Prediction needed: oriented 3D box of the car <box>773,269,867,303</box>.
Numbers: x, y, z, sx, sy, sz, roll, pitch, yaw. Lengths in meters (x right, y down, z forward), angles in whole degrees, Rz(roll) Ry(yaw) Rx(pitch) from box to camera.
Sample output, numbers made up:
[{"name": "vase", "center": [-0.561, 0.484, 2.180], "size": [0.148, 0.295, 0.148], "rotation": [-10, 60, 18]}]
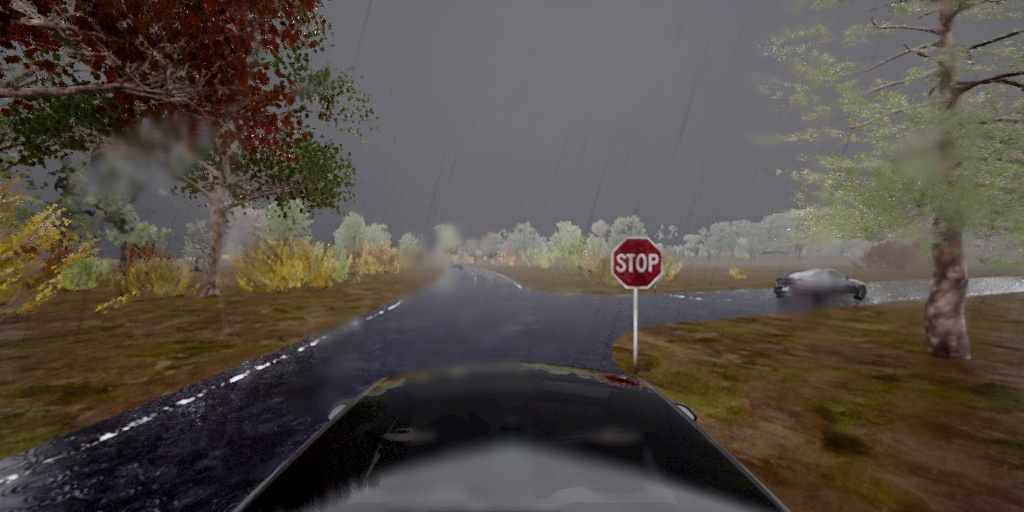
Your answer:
[{"name": "car", "center": [14.403, 1.332, 16.832], "size": [4.674, 1.442, 1.812], "rotation": [0, 0, -22]}]

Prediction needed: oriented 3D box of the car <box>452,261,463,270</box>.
[{"name": "car", "center": [-9.637, 1.654, 63.075], "size": [2.033, 1.411, 5.357], "rotation": [0, 0, -11]}]
